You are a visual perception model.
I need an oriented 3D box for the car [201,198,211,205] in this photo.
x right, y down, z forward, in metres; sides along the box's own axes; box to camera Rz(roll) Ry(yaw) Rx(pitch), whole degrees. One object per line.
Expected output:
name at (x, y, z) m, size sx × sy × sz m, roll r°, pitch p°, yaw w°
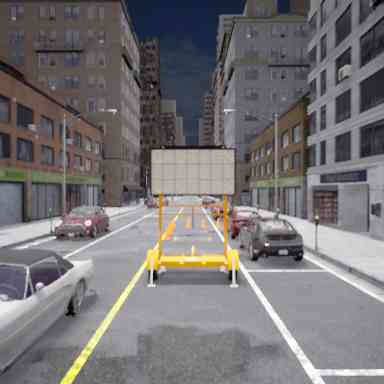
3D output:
car at (2.864, 1.872, 67.323) m, size 1.887 × 1.381 × 4.507 m, roll -1°, pitch 0°, yaw 0°

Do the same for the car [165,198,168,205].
car at (-5.679, 1.835, 56.327) m, size 1.947 × 1.339 × 4.313 m, roll -1°, pitch 0°, yaw 0°

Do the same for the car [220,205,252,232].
car at (2.782, 1.624, 17.777) m, size 1.887 × 1.381 × 4.507 m, roll -1°, pitch 0°, yaw 0°

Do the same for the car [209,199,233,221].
car at (2.798, 1.571, 28.788) m, size 1.967 × 1.590 × 4.097 m, roll -1°, pitch 0°, yaw 0°

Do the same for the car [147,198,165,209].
car at (-5.690, 1.681, 50.822) m, size 1.967 × 1.590 × 4.097 m, roll -1°, pitch 0°, yaw 0°

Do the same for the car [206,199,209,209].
car at (2.809, 1.703, 34.293) m, size 1.887 × 1.381 × 4.507 m, roll -1°, pitch 0°, yaw 0°

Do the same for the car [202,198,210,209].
car at (2.837, 1.807, 50.808) m, size 1.947 × 1.339 × 4.313 m, roll -1°, pitch 0°, yaw 0°

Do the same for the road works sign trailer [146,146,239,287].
road works sign trailer at (0.028, 0.505, 9.419) m, size 2.380 × 3.560 × 2.880 m, roll 0°, pitch 0°, yaw 0°

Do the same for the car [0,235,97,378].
car at (-2.992, 1.621, 4.806) m, size 1.895 × 1.301 × 4.718 m, roll 0°, pitch 0°, yaw 0°

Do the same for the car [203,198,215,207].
car at (2.846, 1.814, 56.312) m, size 1.887 × 1.381 × 4.507 m, roll -1°, pitch 0°, yaw 0°

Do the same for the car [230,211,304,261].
car at (2.773, 1.605, 12.272) m, size 2.008 × 1.369 × 4.403 m, roll -1°, pitch 0°, yaw 0°

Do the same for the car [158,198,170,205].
car at (-5.661, 1.872, 67.338) m, size 1.887 × 1.381 × 4.507 m, roll -1°, pitch 0°, yaw 0°

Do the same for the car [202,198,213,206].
car at (2.855, 1.843, 61.818) m, size 1.887 × 1.381 × 4.507 m, roll -1°, pitch 0°, yaw 0°

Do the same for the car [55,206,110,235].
car at (-5.744, 1.519, 17.792) m, size 1.967 × 1.590 × 4.097 m, roll -1°, pitch 0°, yaw 0°
